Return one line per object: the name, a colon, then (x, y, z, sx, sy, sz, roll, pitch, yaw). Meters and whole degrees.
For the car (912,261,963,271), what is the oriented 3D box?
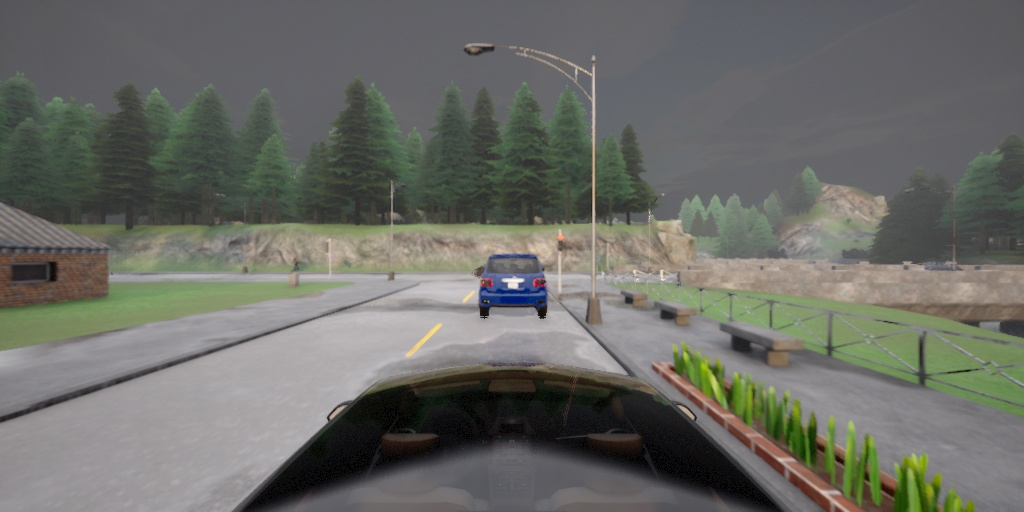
car: (41.461, 1.215, 35.377, 4.181, 1.385, 1.994, 0, 0, 0)

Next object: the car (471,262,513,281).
car: (-1.778, 1.230, 30.279, 1.994, 1.385, 4.181, 0, 0, -27)

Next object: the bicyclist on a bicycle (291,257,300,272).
bicyclist on a bicycle: (-23.937, 0.988, 39.616, 0.582, 1.620, 1.656, 0, 0, 0)

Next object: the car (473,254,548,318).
car: (0.056, 0.937, 13.028, 2.150, 2.045, 5.566, 0, 0, 1)
